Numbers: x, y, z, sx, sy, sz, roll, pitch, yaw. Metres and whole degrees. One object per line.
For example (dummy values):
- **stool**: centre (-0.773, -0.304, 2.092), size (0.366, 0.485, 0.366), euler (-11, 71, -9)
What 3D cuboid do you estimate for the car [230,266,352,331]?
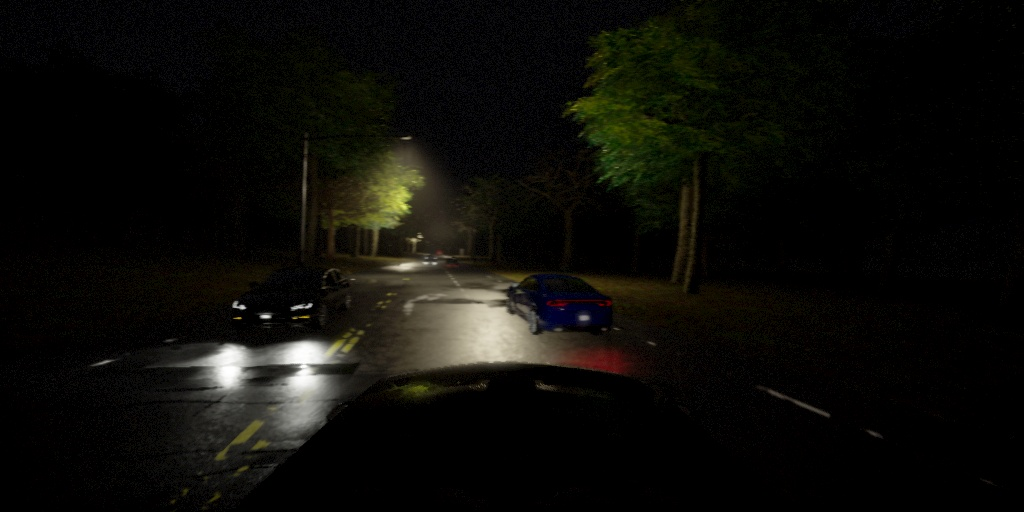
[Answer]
- **car**: centre (-5.919, 1.056, 10.221), size (1.837, 1.490, 4.892), euler (2, 0, -13)

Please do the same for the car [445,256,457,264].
- **car**: centre (-10.874, 0.702, 63.976), size (2.128, 1.511, 4.902), euler (2, 0, -13)

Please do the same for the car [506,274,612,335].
- **car**: centre (1.140, 1.268, 10.744), size (1.882, 1.535, 5.008), euler (2, 0, -13)
